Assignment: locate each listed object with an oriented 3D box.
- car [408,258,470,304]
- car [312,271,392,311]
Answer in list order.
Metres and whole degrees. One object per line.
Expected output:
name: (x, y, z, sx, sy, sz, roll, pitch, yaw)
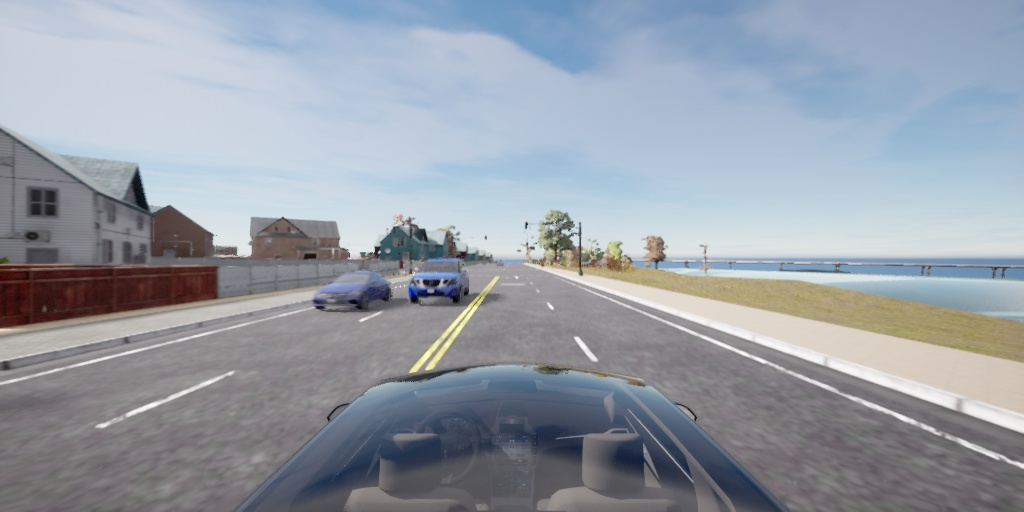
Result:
car: (-3.352, 1.117, 17.566, 2.150, 2.045, 5.566, 0, -1, 0)
car: (-6.601, 1.401, 15.436, 1.812, 1.442, 4.674, 0, -1, 0)
